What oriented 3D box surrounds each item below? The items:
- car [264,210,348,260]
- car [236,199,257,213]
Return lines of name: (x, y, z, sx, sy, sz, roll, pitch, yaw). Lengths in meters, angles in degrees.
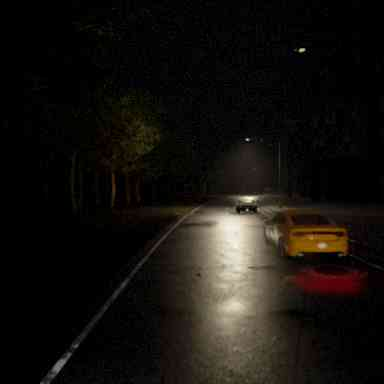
car: (3.894, 1.402, 12.182, 1.882, 1.535, 5.008, 0, 0, 2)
car: (5.347, 1.344, 33.021, 1.895, 1.301, 4.718, 0, 1, 6)
